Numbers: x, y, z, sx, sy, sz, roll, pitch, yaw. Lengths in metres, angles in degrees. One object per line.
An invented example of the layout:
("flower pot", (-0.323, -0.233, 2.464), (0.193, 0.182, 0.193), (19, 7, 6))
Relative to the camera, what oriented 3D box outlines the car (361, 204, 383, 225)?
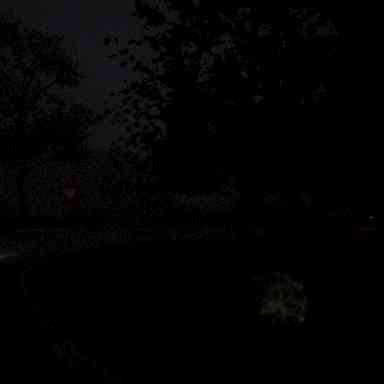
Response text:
("car", (14.218, 1.572, 24.206), (5.008, 1.535, 1.882), (0, 0, -37))
